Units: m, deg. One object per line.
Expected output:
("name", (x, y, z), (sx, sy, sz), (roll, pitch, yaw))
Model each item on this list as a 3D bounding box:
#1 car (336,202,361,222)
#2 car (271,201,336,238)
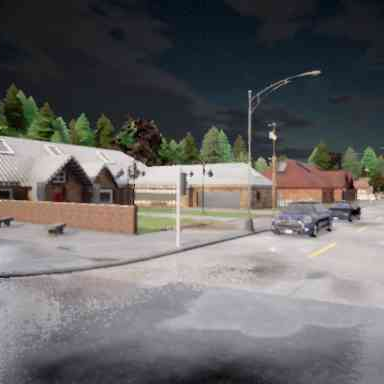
("car", (11.874, 1.503, 26.032), (2.033, 1.411, 5.357), (1, 0, 36))
("car", (5.912, 1.308, 17.729), (2.097, 1.767, 4.553), (1, 0, 36))
